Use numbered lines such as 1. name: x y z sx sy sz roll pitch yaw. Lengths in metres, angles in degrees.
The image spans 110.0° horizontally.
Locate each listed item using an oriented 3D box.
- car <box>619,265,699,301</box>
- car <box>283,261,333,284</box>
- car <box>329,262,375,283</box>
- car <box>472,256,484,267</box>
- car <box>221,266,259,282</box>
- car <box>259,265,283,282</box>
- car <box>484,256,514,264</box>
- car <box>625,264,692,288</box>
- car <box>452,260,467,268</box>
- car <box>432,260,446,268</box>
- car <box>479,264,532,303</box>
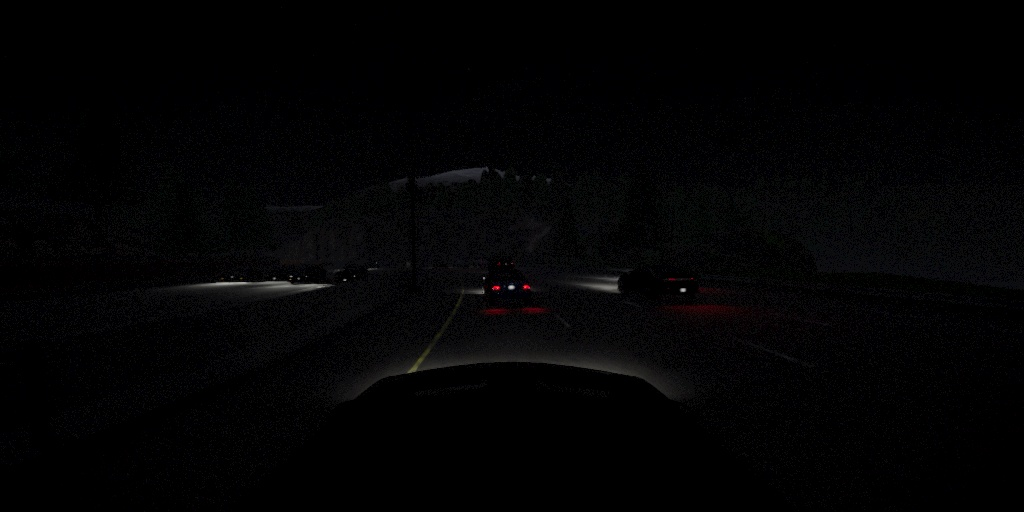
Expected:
1. car: 6.569 1.153 16.657 2.128 1.511 4.902 -1 0 -5
2. car: -16.971 1.478 30.074 1.837 1.490 4.892 -1 0 -12
3. car: -13.412 1.475 30.294 2.033 1.411 5.357 -1 0 -11
4. car: -5.413 1.039 64.603 2.150 2.045 5.566 0 0 -24
5. car: -24.807 1.644 33.121 1.994 1.385 4.181 -1 0 -13
6. car: -21.362 1.581 33.928 2.033 1.411 5.357 -1 0 -13
7. car: -1.350 0.987 41.944 2.150 2.045 5.566 0 0 -15
8. car: 9.419 1.223 23.539 1.895 1.301 4.718 -1 0 -8
9. car: -9.321 1.396 64.261 1.812 1.442 4.674 0 0 -24
10. car: -12.960 1.444 63.876 1.812 1.442 4.674 0 0 -24
11. car: -0.320 1.301 16.679 2.033 1.411 5.357 -1 0 -7
